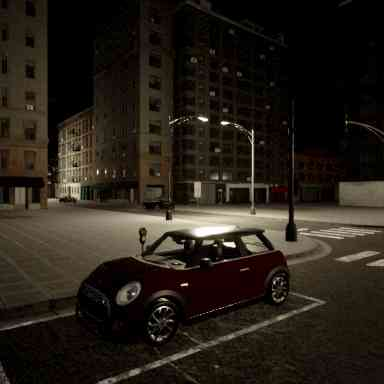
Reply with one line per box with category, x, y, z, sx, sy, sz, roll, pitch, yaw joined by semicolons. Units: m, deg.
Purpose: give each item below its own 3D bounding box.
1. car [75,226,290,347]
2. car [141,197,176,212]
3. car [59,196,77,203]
car;-0.029;1.440;6.285;4.097;1.590;1.967;0;0;-38
car;-3.637;1.330;35.561;2.128;1.511;4.902;0;0;-38
car;-22.166;1.274;59.258;1.895;1.301;4.718;0;0;-39
